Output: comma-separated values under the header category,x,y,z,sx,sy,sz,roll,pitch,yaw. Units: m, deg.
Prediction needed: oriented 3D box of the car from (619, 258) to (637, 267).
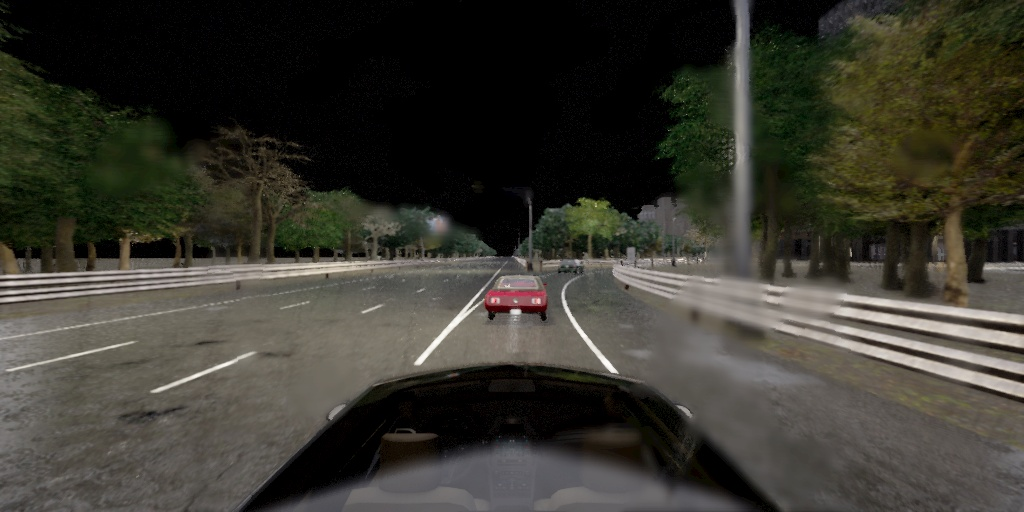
category,x,y,z,sx,sy,sz,roll,pitch,yaw
car,19.811,1.143,60.991,2.128,1.511,4.902,0,0,40

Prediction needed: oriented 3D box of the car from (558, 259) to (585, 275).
category,x,y,z,sx,sy,sz,roll,pitch,yaw
car,6.456,1.060,38.792,2.097,1.767,4.553,0,0,22

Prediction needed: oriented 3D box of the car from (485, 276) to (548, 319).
category,x,y,z,sx,sy,sz,roll,pitch,yaw
car,0.284,1.339,12.698,1.895,1.301,4.718,0,0,4
